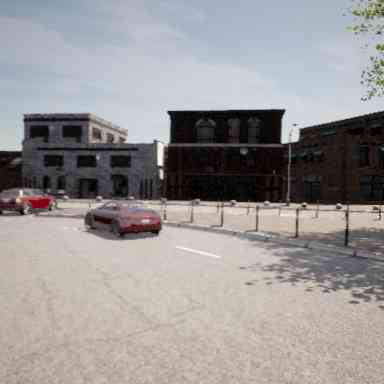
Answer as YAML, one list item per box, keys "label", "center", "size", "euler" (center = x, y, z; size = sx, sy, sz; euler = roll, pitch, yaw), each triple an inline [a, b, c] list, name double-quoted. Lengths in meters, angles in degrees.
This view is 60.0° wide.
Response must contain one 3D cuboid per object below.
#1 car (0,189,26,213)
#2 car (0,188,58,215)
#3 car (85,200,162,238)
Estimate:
- label: "car"
  center: [-14.145, 0.633, 23.128]
  size: [2.097, 1.535, 5.008]
  euler: [0, 2, 9]
- label: "car"
  center: [-11.148, 0.533, 22.640]
  size: [2.185, 1.767, 4.553]
  euler: [0, 2, 9]
- label: "car"
  center: [-3.109, 1.057, 14.688]
  size: [1.994, 1.385, 4.181]
  euler: [0, 2, -40]
